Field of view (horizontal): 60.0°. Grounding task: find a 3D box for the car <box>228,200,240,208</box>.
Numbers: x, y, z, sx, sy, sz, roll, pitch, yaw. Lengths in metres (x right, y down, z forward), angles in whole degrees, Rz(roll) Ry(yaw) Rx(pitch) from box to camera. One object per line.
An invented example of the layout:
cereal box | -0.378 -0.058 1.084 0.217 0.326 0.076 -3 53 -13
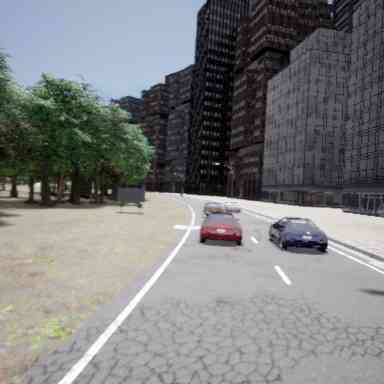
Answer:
car | 5.302 1.858 44.367 1.812 1.442 4.674 3 0 -2

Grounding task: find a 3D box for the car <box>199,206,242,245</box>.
car | 1.436 1.681 16.686 1.994 1.385 4.181 3 0 4

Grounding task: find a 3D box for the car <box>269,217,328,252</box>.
car | 4.950 1.886 15.922 1.994 1.385 4.181 3 0 4

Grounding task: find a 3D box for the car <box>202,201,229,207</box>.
car | 1.944 1.708 31.435 2.033 1.411 5.357 3 0 1
